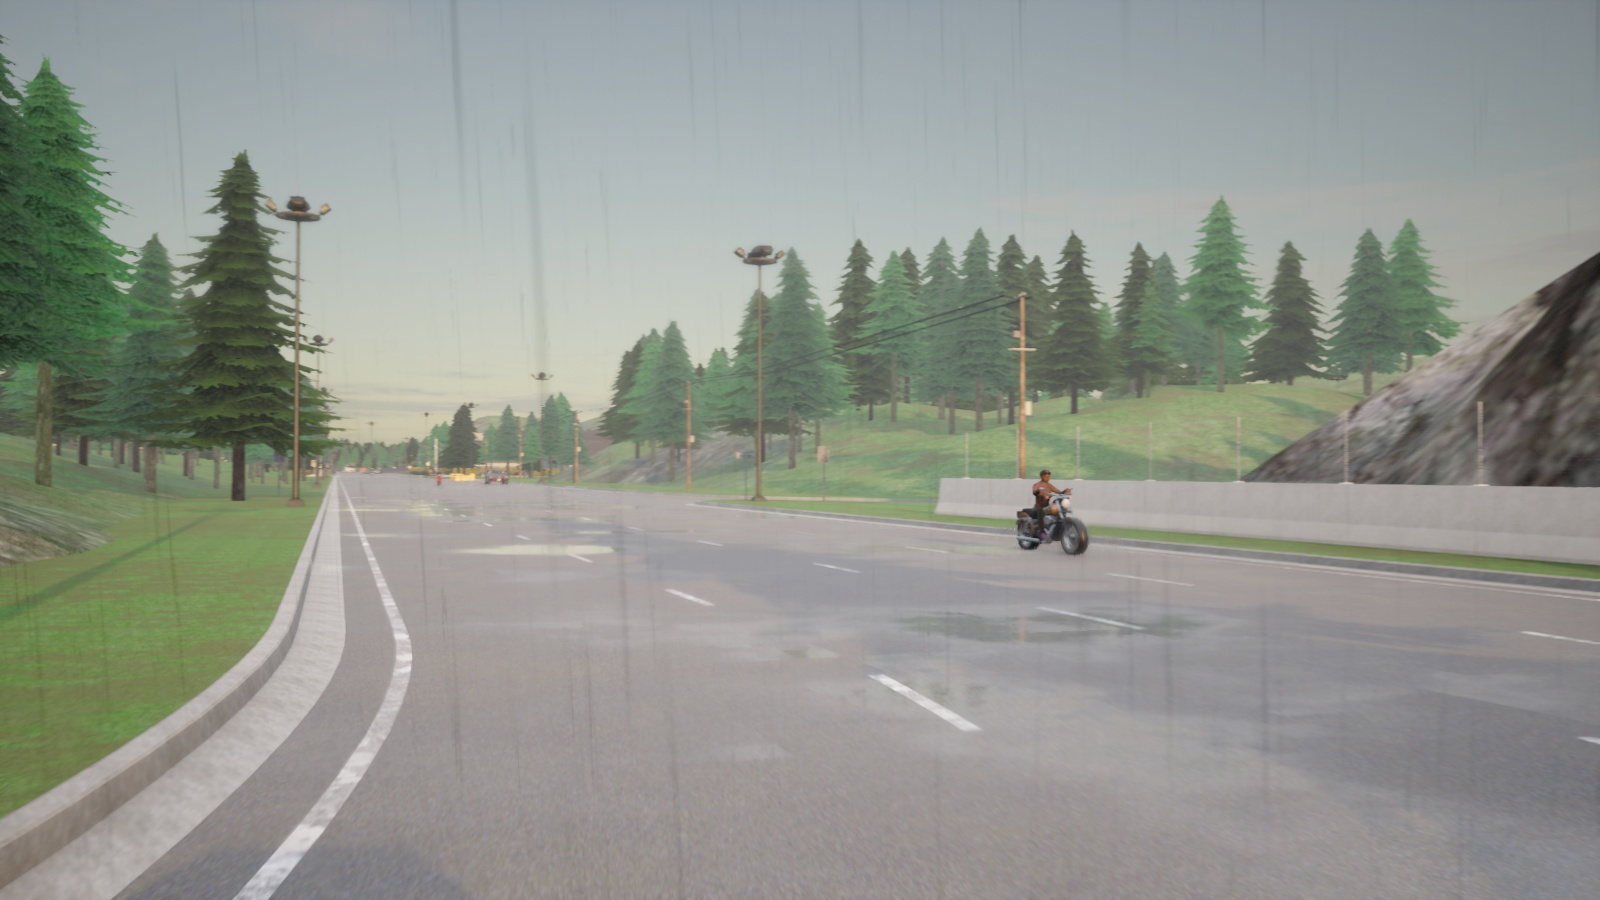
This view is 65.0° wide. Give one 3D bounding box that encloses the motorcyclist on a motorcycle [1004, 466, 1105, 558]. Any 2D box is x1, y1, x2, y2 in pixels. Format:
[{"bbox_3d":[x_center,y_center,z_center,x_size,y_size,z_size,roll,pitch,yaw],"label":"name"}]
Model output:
[{"bbox_3d":[4.822,1.142,23.977,0.766,1.649,2.350,0,-1,-20],"label":"motorcyclist on a motorcycle"}]
